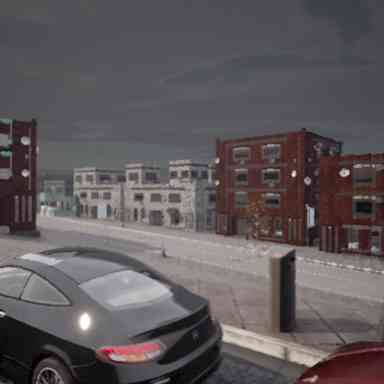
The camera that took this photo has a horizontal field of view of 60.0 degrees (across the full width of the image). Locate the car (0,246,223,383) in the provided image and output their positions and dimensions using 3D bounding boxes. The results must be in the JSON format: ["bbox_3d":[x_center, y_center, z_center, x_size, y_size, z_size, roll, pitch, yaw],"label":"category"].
[{"bbox_3d":[-1.822,1.490,4.517,4.674,1.452,2.002,0,0,35],"label":"car"}]
